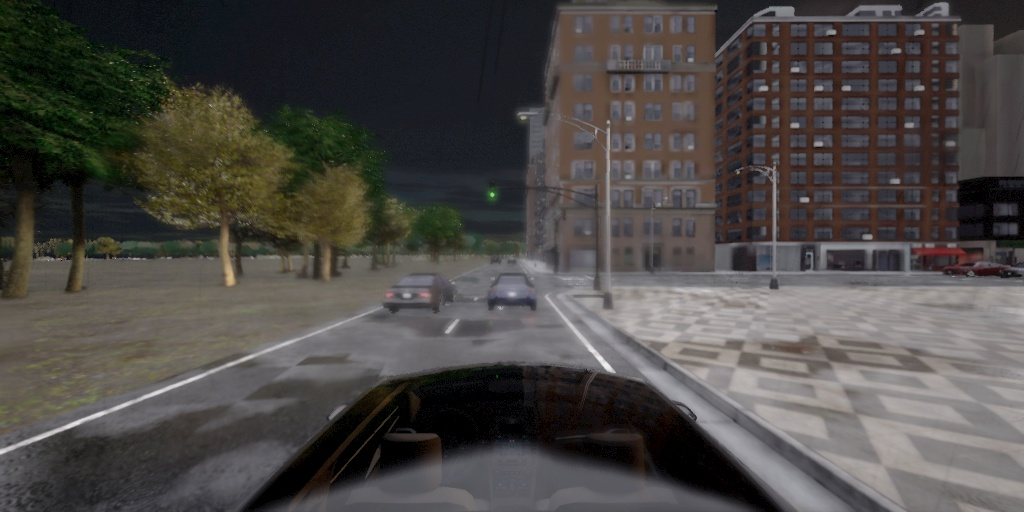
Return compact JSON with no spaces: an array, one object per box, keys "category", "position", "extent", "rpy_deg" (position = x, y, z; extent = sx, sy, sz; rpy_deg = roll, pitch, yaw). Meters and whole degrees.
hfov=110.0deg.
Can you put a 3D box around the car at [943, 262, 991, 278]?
[{"category":"car","position":[44.819,1.291,34.605],"extent":[5.008,1.535,1.882],"rpy_deg":[0,0,1]}]

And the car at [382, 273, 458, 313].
[{"category":"car","position":[-3.484,1.377,14.459],"extent":[2.033,1.411,5.357],"rpy_deg":[0,0,0]}]

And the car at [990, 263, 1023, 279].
[{"category":"car","position":[45.490,1.381,31.345],"extent":[4.181,1.385,1.994],"rpy_deg":[0,0,1]}]

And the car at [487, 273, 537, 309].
[{"category":"car","position":[0.027,1.396,15.355],"extent":[1.994,1.385,4.181],"rpy_deg":[0,0,1]}]
